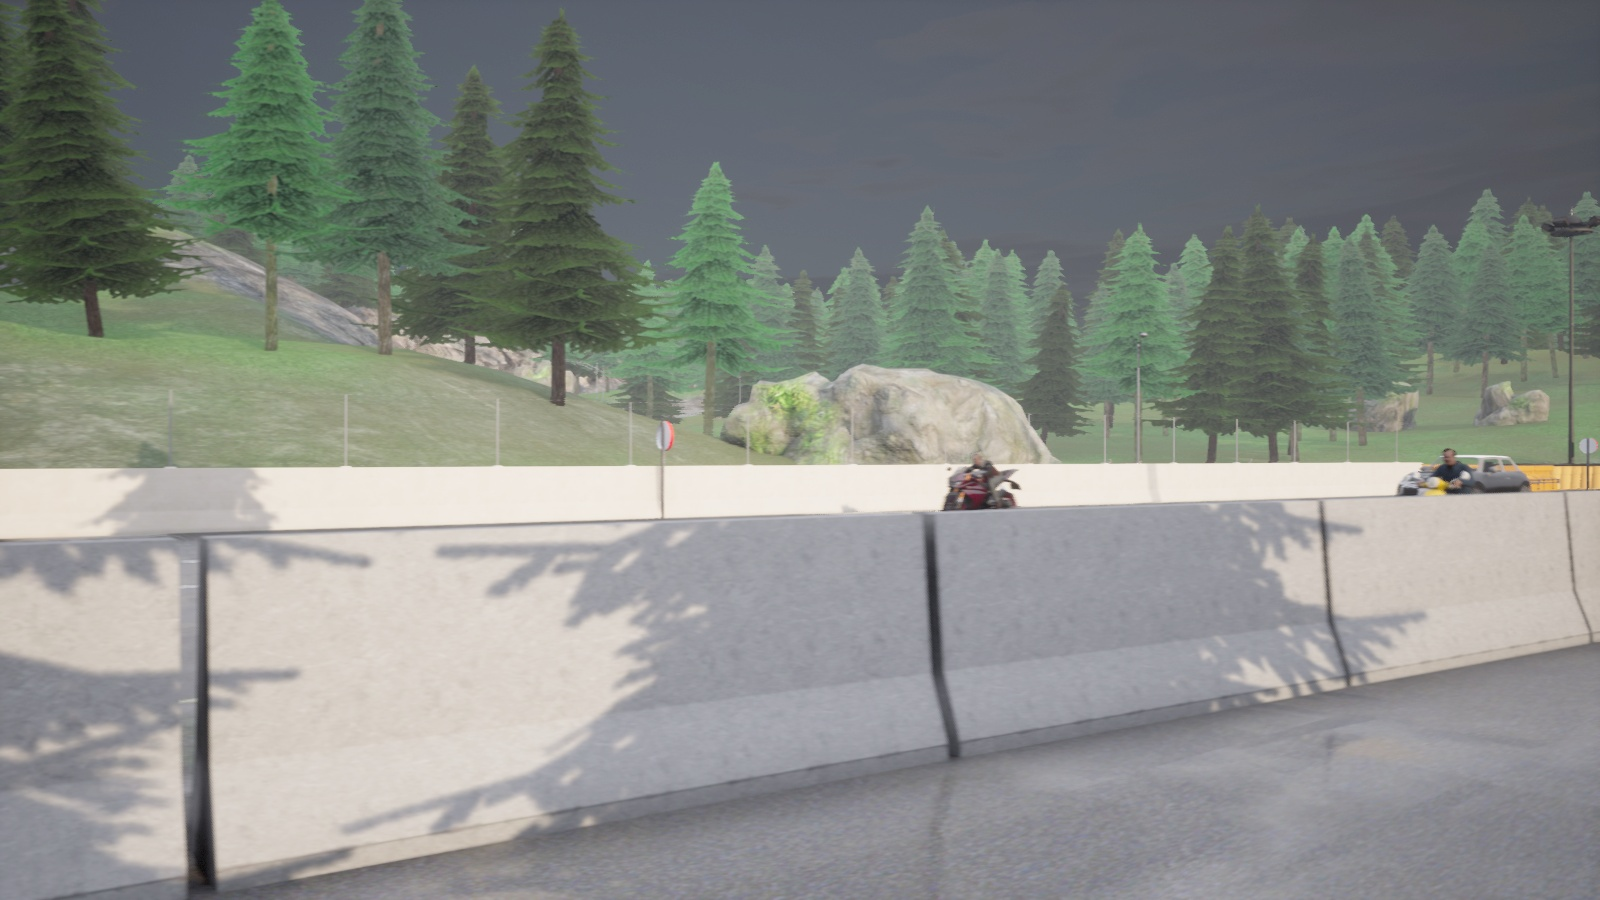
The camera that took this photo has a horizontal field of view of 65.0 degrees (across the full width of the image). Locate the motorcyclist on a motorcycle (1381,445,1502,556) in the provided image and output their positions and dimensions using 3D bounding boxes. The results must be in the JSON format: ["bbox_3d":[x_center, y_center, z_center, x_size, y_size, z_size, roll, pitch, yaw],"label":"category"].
[{"bbox_3d":[9.682,0.724,18.927,1.817,1.590,0.866,0,0,-35],"label":"motorcyclist on a motorcycle"}]

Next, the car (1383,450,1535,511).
[{"bbox_3d":[17.145,0.754,32.650,3.806,1.475,1.970,0,0,-35],"label":"car"}]

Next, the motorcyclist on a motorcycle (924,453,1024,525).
[{"bbox_3d":[3.842,0.840,27.654,2.191,1.530,0.866,0,0,-35],"label":"motorcyclist on a motorcycle"}]
